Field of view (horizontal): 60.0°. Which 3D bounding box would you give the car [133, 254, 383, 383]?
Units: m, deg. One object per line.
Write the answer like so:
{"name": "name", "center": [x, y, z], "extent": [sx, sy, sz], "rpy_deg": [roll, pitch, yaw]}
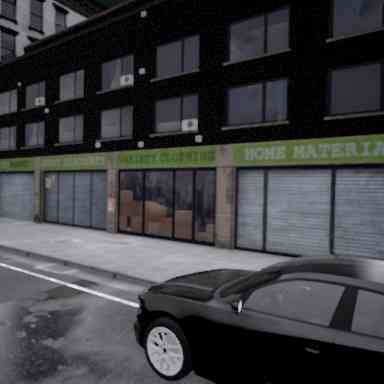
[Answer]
{"name": "car", "center": [1.528, 1.461, 3.670], "extent": [5.008, 1.535, 1.882], "rpy_deg": [1, 1, 36]}
